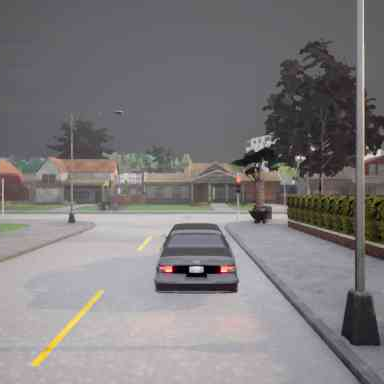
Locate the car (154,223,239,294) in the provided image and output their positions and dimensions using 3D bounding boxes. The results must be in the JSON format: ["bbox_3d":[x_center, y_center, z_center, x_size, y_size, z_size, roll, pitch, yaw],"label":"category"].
[{"bbox_3d":[0.099,1.547,8.949,2.033,1.411,5.357,0,0,0],"label":"car"}]
